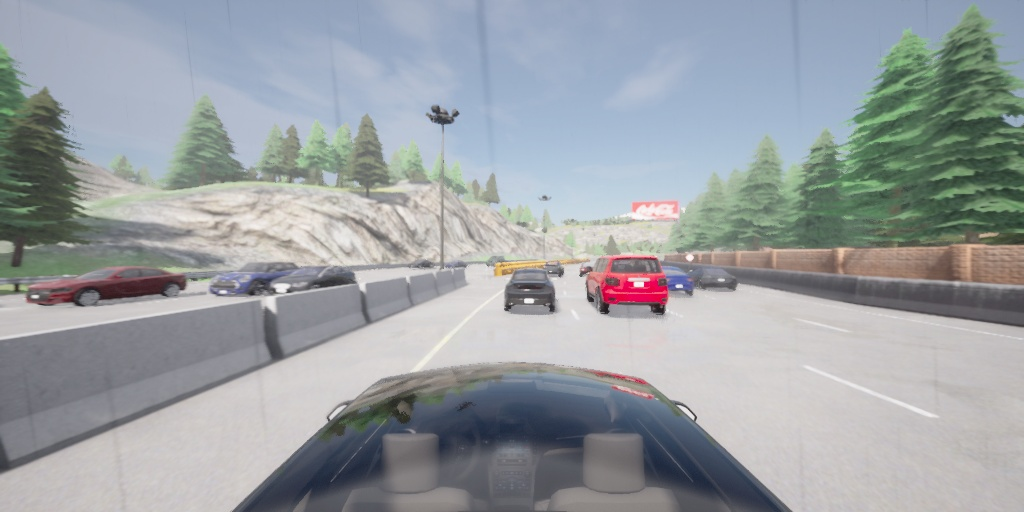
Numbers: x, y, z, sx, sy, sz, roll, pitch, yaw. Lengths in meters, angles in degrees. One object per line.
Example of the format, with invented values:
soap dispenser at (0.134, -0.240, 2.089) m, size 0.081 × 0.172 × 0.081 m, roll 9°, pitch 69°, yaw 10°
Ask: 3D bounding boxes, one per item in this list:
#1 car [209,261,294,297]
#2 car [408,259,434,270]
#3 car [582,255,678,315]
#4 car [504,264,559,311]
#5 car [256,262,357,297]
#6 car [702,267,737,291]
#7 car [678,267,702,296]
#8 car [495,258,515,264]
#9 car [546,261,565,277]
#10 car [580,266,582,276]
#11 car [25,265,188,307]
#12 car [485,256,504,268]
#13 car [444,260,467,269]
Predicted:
car at (-13.070, 1.070, 18.738) m, size 2.097 × 1.767 × 4.553 m, roll 0°, pitch 0°, yaw 6°
car at (-13.311, 1.199, 52.455) m, size 1.882 × 1.535 × 5.008 m, roll 0°, pitch 0°, yaw 16°
car at (4.214, 0.983, 13.932) m, size 2.150 × 2.045 × 5.566 m, roll 0°, pitch 0°, yaw 5°
car at (0.771, 1.258, 14.423) m, size 1.837 × 1.490 × 4.892 m, roll 0°, pitch 0°, yaw 5°
car at (-9.634, 1.219, 17.783) m, size 2.128 × 1.511 × 4.902 m, roll 0°, pitch 0°, yaw 6°
car at (12.321, 1.347, 22.589) m, size 1.994 × 1.385 × 4.181 m, roll 0°, pitch 0°, yaw 8°
car at (8.359, 1.299, 19.588) m, size 1.812 × 1.442 × 4.674 m, roll 0°, pitch 0°, yaw 7°
car at (-0.613, 1.355, 58.346) m, size 1.895 × 1.301 × 4.718 m, roll 0°, pitch 0°, yaw 17°
car at (4.198, 1.256, 35.910) m, size 2.128 × 1.511 × 4.902 m, roll 0°, pitch 0°, yaw 13°
car at (8.006, 1.375, 36.883) m, size 1.895 × 1.301 × 4.718 m, roll 0°, pitch 0°, yaw 14°
car at (-16.901, 1.186, 15.364) m, size 1.882 × 1.535 × 5.008 m, roll 0°, pitch 0°, yaw 5°
car at (-2.804, 0.973, 63.183) m, size 2.150 × 2.045 × 5.566 m, roll 0°, pitch 0°, yaw 17°
car at (-8.720, 1.281, 55.733) m, size 2.033 × 1.411 × 5.357 m, roll 0°, pitch 0°, yaw 17°
